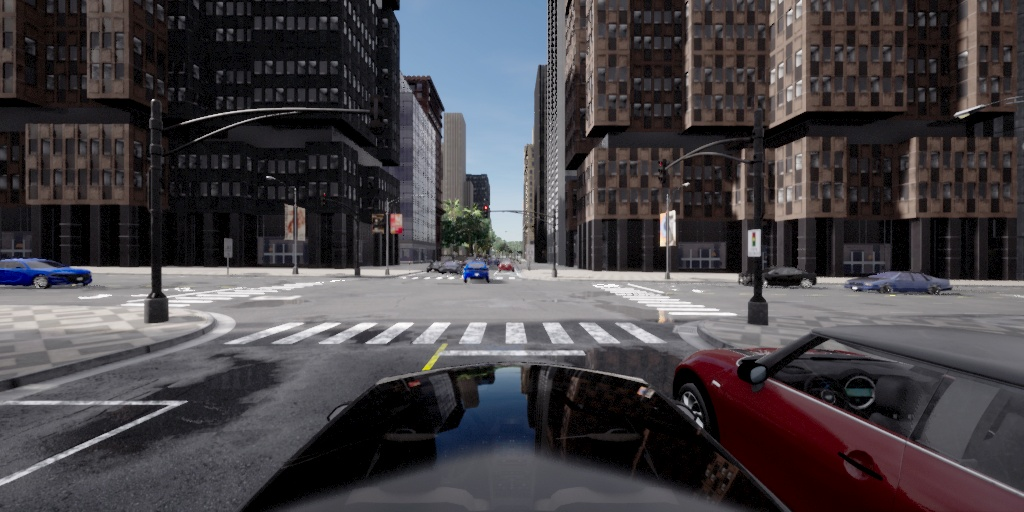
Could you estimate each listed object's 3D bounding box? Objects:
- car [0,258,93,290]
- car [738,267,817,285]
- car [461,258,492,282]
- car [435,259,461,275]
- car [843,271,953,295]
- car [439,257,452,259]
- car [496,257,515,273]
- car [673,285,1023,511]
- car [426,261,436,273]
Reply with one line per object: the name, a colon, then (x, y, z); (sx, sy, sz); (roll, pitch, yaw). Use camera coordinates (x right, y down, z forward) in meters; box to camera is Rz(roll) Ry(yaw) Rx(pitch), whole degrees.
car: (-25.201, 0.899, 18.827); (5.008, 1.535, 1.882); (1, 0, 0)
car: (19.039, 1.519, 25.839); (5.008, 1.535, 1.882); (1, 0, 0)
car: (-2.822, 1.202, 28.729); (1.882, 1.535, 5.008); (0, 0, -6)
car: (-6.474, 1.290, 38.695); (2.033, 1.411, 5.357); (0, 0, -1)
car: (24.298, 1.669, 22.627); (5.357, 1.411, 2.033); (1, 0, 0)
car: (-9.225, 1.079, 49.195); (2.192, 1.841, 5.009); (0, 0, 0)
car: (-0.658, 1.193, 43.832); (1.967, 1.591, 4.097); (0, 0, 0)
car: (2.763, 1.190, 2.445); (1.967, 1.591, 4.097); (0, 0, 0)
car: (-9.183, 1.319, 43.769); (1.948, 1.339, 4.313); (0, 0, 0)
